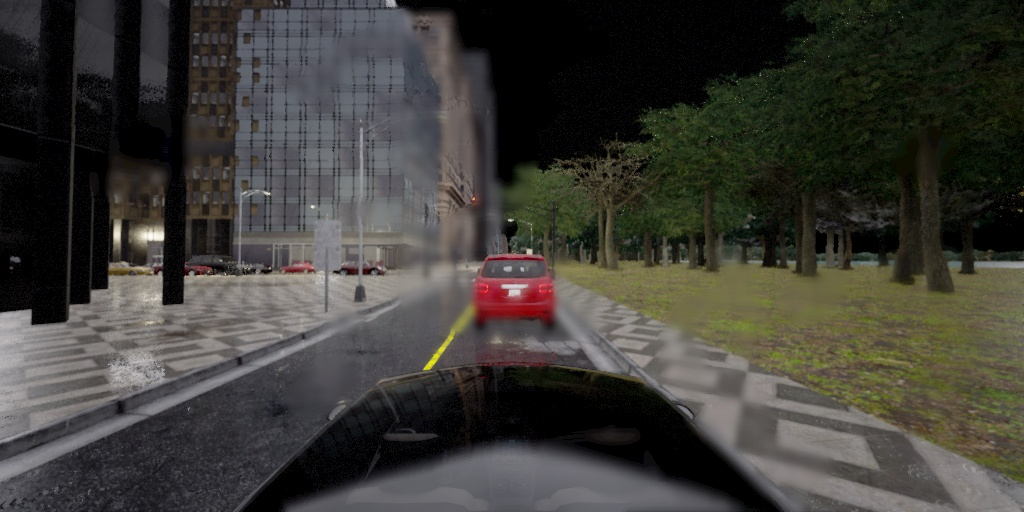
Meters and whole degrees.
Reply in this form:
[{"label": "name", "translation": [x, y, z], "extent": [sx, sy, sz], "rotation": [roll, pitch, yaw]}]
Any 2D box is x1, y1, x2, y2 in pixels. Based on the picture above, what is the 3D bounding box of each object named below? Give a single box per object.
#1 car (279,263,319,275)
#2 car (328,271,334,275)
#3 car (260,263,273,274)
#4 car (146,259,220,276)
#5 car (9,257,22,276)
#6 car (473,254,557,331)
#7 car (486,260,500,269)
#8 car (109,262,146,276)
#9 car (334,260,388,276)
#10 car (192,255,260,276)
[{"label": "car", "translation": [-24.478, 1.465, 41.262], "extent": [4.207, 1.307, 1.802], "rotation": [0, 0, 0]}, {"label": "car", "translation": [-18.992, 1.446, 41.267], "extent": [4.313, 1.339, 1.948], "rotation": [0, 0, 0]}, {"label": "car", "translation": [-29.965, 1.452, 41.256], "extent": [4.313, 1.339, 1.948], "rotation": [0, 0, 0]}, {"label": "car", "translation": [-29.961, 1.214, 32.734], "extent": [4.507, 1.381, 1.888], "rotation": [0, 0, 0]}, {"label": "car", "translation": [-46.425, 1.118, 32.717], "extent": [4.097, 1.591, 1.967], "rotation": [0, 0, 0]}, {"label": "car", "translation": [0.094, 0.967, 11.163], "extent": [2.150, 2.045, 5.566], "rotation": [0, 0, 0]}, {"label": "car", "translation": [-3.058, 1.359, 58.281], "extent": [2.033, 1.411, 5.357], "rotation": [0, 0, 0]}, {"label": "car", "translation": [-35.279, 1.197, 32.728], "extent": [4.829, 1.417, 1.751], "rotation": [0, 0, 0]}, {"label": "car", "translation": [-13.530, 1.098, 32.750], "extent": [4.097, 1.591, 1.967], "rotation": [0, 0, -1]}, {"label": "car", "translation": [-28.742, 0.957, 35.424], "extent": [5.566, 2.045, 2.150], "rotation": [0, -1, 0]}]
